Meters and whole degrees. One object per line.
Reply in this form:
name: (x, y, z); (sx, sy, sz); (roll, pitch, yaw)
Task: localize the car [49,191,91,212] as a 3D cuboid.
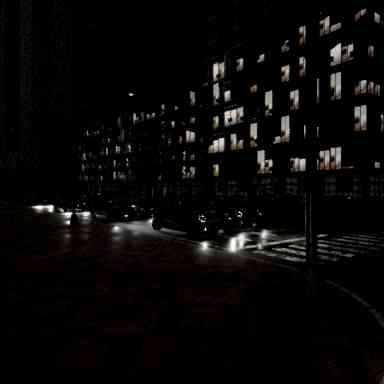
car: (-11.399, 0.943, 30.807); (1.837, 1.490, 4.892); (0, 1, -38)

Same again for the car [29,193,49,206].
car: (-17.600, 0.817, 38.745); (1.994, 1.385, 4.181); (0, 1, -37)

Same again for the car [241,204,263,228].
car: (1.891, 1.104, 19.212); (2.097, 1.767, 4.553); (0, 1, -38)

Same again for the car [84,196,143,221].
car: (-5.673, 1.208, 23.539); (1.895, 1.301, 4.718); (0, 1, -38)

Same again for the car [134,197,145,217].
car: (-3.986, 1.126, 26.646); (2.033, 1.411, 5.357); (0, 1, -38)

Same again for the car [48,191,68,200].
car: (-22.592, 0.540, 55.880); (1.895, 1.301, 4.718); (0, 1, -38)

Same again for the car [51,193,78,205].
car: (-16.331, 0.812, 42.405); (1.895, 1.301, 4.718); (0, 1, -38)

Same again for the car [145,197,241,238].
car: (-0.095, 1.124, 16.481); (2.097, 1.767, 4.553); (0, 1, -38)
